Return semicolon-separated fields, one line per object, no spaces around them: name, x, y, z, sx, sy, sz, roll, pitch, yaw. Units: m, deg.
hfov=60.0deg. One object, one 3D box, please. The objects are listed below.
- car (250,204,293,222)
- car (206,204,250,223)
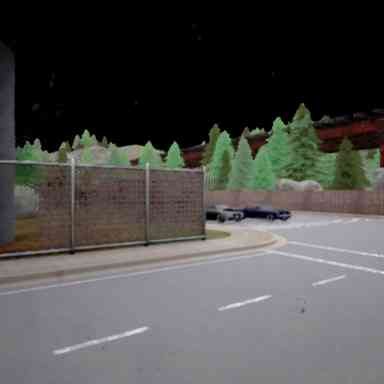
car;5.689;1.662;26.785;1.895;1.301;4.718;0;0;-36
car;2.101;1.615;25.774;1.994;1.385;4.181;0;0;-36
